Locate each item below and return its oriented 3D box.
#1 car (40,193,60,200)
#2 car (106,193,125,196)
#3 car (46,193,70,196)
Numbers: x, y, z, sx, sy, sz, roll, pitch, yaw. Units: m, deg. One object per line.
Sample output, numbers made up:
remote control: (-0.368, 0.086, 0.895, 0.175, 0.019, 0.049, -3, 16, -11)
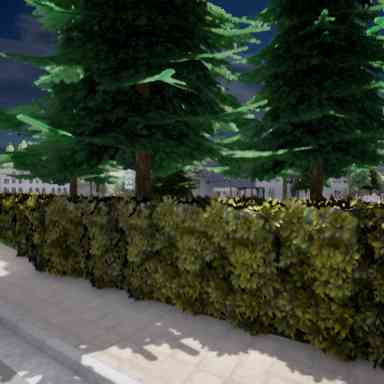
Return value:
car: (-36.525, 1.076, 85.640, 4.605, 1.855, 1.932, 0, 0, -34)
car: (-20.362, 1.133, 92.766, 5.027, 1.636, 2.152, 0, 0, -34)
car: (-30.145, 1.275, 74.918, 4.514, 1.523, 2.007, 0, 0, -34)
